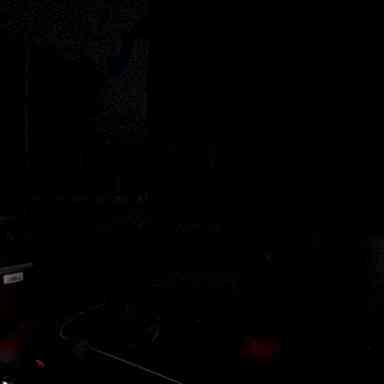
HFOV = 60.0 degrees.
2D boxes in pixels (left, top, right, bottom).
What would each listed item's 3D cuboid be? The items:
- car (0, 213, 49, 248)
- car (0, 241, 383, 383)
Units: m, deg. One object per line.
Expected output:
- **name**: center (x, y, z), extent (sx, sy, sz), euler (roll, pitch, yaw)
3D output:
- **car**: center (-4.500, 1.315, 6.156), extent (5.009, 1.841, 2.192), euler (0, 0, 35)
- **car**: center (-0.066, 1.440, 3.007), extent (4.097, 1.590, 1.967), euler (0, 0, 35)
